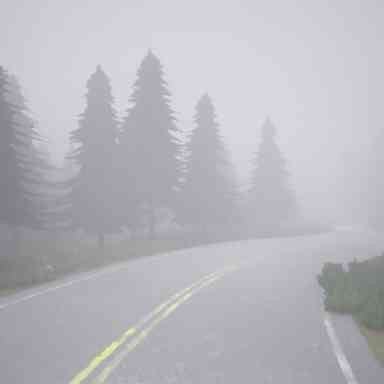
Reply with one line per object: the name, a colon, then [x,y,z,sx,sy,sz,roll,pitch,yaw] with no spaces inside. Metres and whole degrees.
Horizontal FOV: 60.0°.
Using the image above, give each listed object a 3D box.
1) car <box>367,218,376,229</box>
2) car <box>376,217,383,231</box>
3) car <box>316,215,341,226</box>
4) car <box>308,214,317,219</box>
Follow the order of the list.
car: [25.288,4.251,45.043,1.812,1.442,4.674,1,-2,12]
car: [23.529,3.664,38.976,2.150,2.045,5.566,1,-2,20]
car: [21.874,4.520,52.514,2.128,1.511,4.902,0,-3,4]
car: [24.963,5.145,66.493,1.895,1.301,4.718,0,-3,-3]
